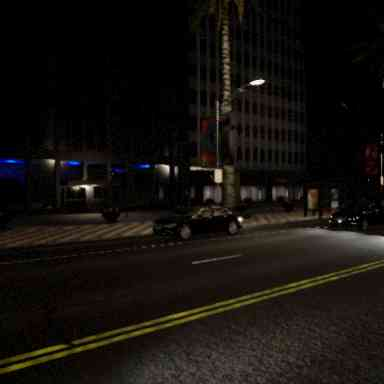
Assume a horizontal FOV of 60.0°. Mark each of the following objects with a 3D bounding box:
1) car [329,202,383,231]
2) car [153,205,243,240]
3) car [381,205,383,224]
[{"bbox_3d":[10.151,1.364,19.821,4.892,1.490,1.837,-1,0,-35],"label":"car"},{"bbox_3d":[0.403,1.411,16.551,4.892,1.521,2.231,-1,0,-36],"label":"car"},{"bbox_3d":[11.577,1.428,16.542,4.181,1.385,1.994,-1,0,-35],"label":"car"}]
